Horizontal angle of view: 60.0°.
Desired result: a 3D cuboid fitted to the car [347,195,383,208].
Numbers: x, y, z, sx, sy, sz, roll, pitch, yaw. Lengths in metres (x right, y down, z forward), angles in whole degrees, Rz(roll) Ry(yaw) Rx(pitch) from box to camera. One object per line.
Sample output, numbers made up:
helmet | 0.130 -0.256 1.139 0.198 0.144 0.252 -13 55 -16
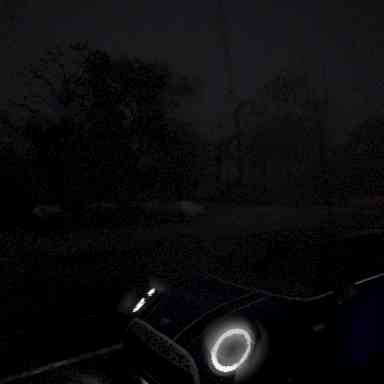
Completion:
car | 22.346 1.143 42.441 2.097 1.535 5.008 0 0 -35

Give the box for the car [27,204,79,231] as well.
car | -8.756 1.455 20.293 2.002 1.452 4.674 -1 0 -35

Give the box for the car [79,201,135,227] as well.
car | -6.086 1.393 22.191 2.231 1.521 4.892 -1 0 -35

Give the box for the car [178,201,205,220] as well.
car | -0.857 1.385 25.919 2.002 1.452 4.674 -1 0 -35

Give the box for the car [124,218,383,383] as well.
car | 1.400 1.324 4.561 4.553 1.767 2.097 -1 0 -36

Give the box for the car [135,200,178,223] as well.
car | -3.427 1.367 24.099 2.097 1.535 5.008 -1 0 -35
